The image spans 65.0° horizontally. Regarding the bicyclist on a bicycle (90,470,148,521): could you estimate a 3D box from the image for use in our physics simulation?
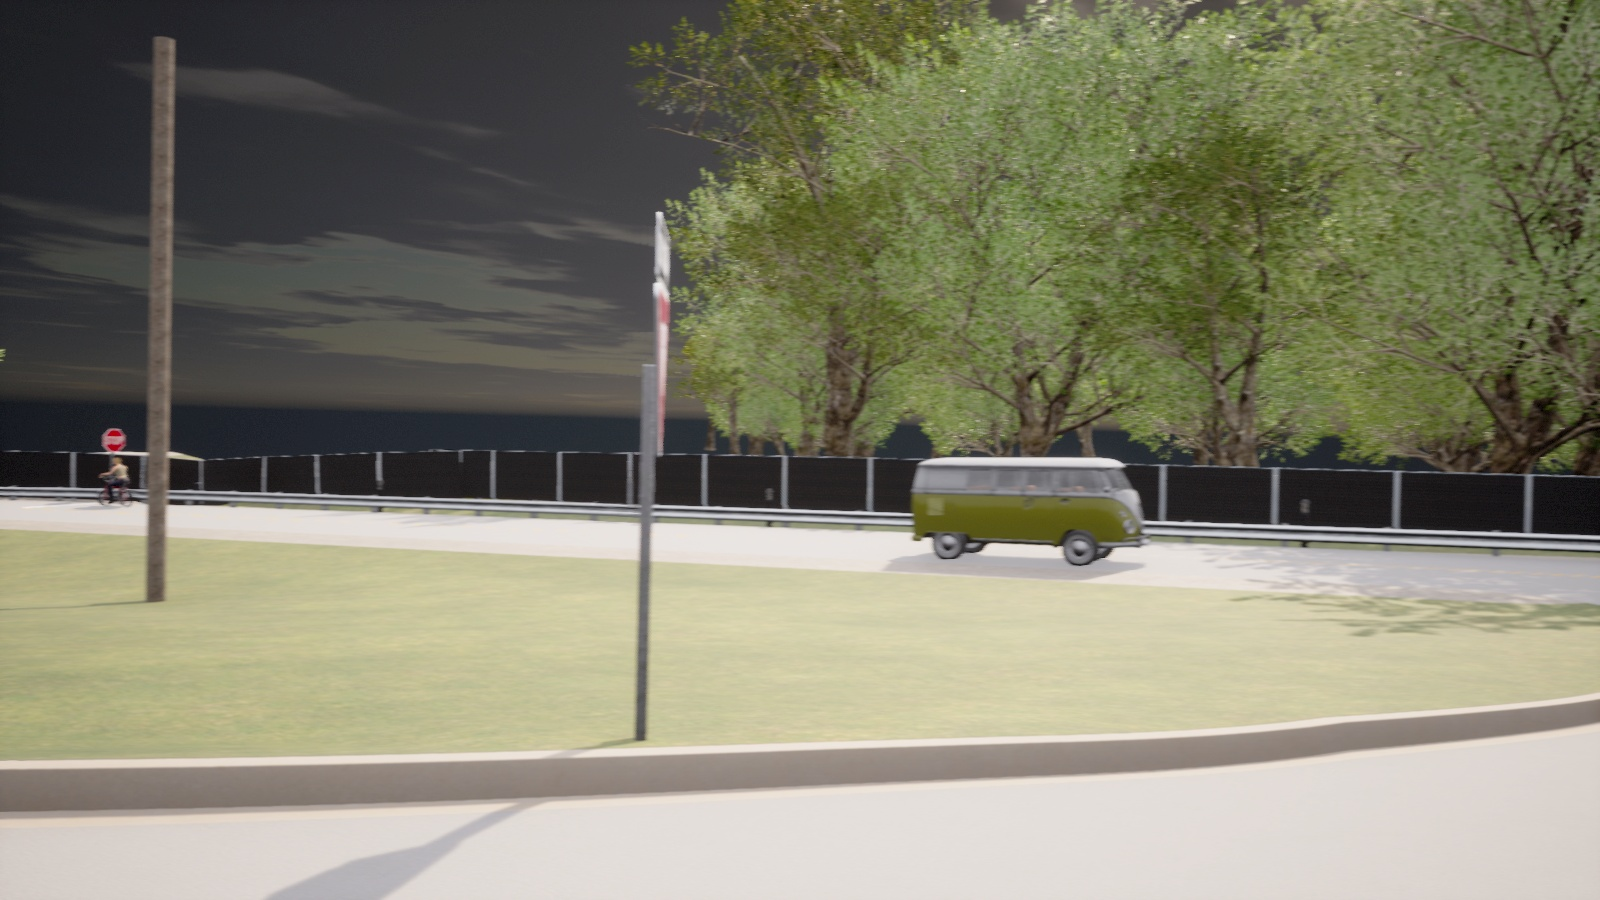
[{"bbox_3d":[-22.022,1.455,40.614,1.509,1.612,0.866,-1,1,22],"label":"bicyclist on a bicycle"}]

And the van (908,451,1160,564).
[{"bbox_3d":[4.505,1.055,24.253,4.442,1.987,1.775,-1,1,26],"label":"van"}]
